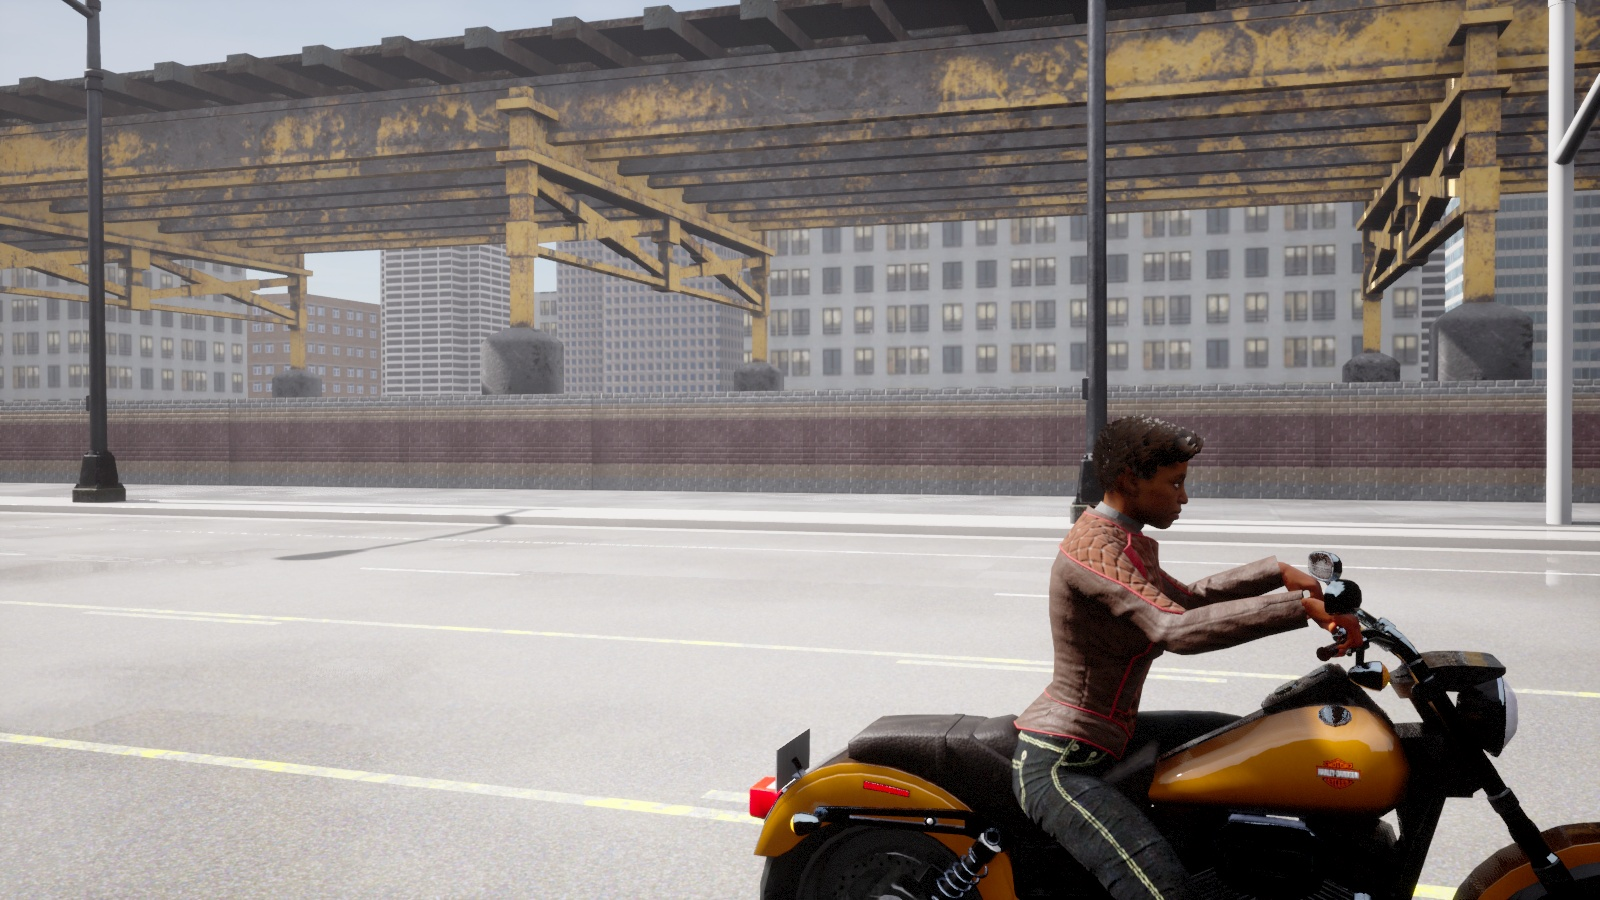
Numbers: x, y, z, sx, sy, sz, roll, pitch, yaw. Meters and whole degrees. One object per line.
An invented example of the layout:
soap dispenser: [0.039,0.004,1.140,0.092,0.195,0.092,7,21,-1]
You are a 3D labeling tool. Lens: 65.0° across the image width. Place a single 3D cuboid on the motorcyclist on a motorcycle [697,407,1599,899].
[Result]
motorcyclist on a motorcycle: [0.997,0.734,2.890,2.350,1.649,0.766,1,1,20]
